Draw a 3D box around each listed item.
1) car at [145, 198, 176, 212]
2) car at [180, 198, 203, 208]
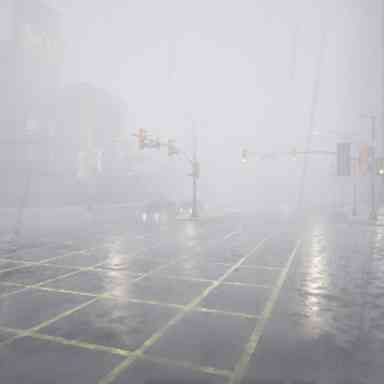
[{"bbox_3d":[-3.619,1.478,38.969,1.882,1.535,5.008,0,0,23],"label":"car"},{"bbox_3d":[-0.007,1.601,48.524,1.895,1.301,4.718,0,0,21],"label":"car"}]
